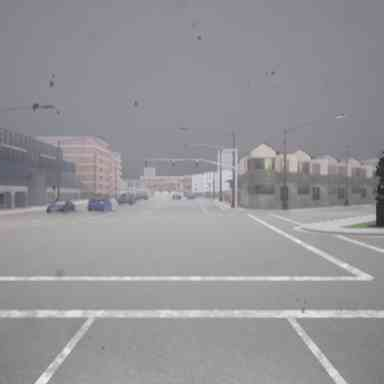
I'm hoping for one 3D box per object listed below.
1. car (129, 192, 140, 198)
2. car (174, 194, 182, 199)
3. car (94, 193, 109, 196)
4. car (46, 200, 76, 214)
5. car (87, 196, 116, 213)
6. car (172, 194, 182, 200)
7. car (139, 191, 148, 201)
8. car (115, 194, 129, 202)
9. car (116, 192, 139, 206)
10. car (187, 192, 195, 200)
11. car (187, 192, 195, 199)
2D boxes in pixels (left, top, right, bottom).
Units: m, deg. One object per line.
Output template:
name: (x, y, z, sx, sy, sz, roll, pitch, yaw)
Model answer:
car: (-14.237, 0.787, 82.918, 1.994, 1.385, 4.181, 0, 0, 0)
car: (-3.754, 1.127, 88.819, 1.895, 1.301, 4.718, 0, -1, 0)
car: (-14.233, 1.220, 51.740, 2.150, 2.045, 5.566, 0, 1, 0)
car: (-14.208, 1.620, 36.421, 1.812, 1.442, 4.674, 0, 0, 0)
car: (-10.705, 1.574, 38.935, 1.882, 1.535, 5.008, 0, 0, 1)
car: (-3.724, 1.122, 78.360, 2.128, 1.511, 4.902, 0, 0, 0)
car: (-10.703, 0.866, 70.997, 2.150, 2.045, 5.566, 0, 1, 0)
car: (-14.196, 1.211, 67.290, 1.812, 1.442, 4.674, 0, 1, 0)
car: (-10.746, 1.164, 55.050, 2.150, 2.045, 5.566, 0, 1, -1)
car: (-0.226, 1.197, 78.815, 1.895, 1.301, 4.718, 0, 0, 0)
car: (-0.254, 0.887, 88.774, 2.097, 1.767, 4.553, 0, -1, 0)
